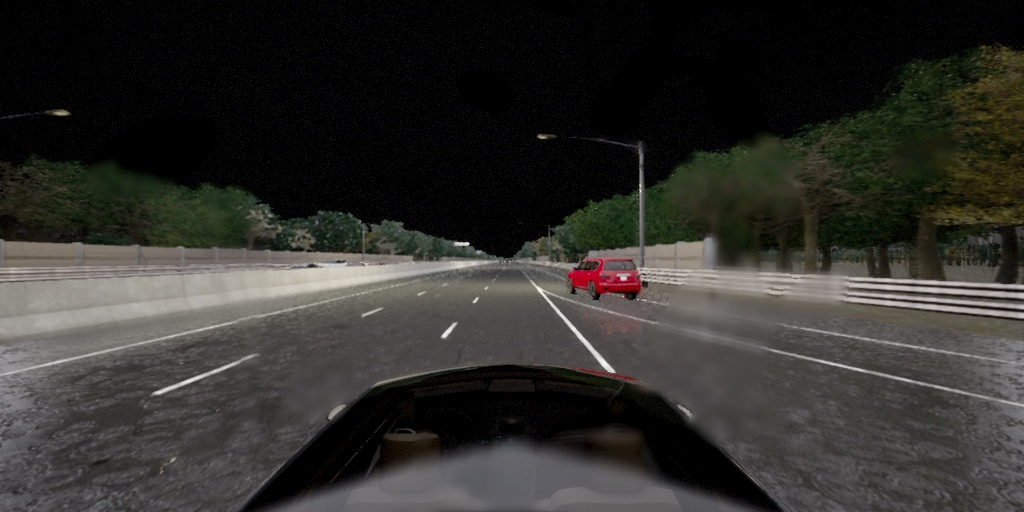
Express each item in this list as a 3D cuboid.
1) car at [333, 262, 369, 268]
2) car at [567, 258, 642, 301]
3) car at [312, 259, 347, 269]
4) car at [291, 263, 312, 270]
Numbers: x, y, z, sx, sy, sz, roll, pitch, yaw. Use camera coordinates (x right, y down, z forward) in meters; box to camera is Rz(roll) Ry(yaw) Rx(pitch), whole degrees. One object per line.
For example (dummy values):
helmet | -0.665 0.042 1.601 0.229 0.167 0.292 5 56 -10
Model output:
car | -21.068 1.768 47.109 1.895 1.301 4.718 0 -1 0
car | 4.590 1.122 18.692 2.150 2.045 5.566 0 0 -9
car | -24.548 1.407 49.312 2.150 2.045 5.566 0 0 0
car | -28.048 1.708 48.760 1.812 1.442 4.674 0 0 0
